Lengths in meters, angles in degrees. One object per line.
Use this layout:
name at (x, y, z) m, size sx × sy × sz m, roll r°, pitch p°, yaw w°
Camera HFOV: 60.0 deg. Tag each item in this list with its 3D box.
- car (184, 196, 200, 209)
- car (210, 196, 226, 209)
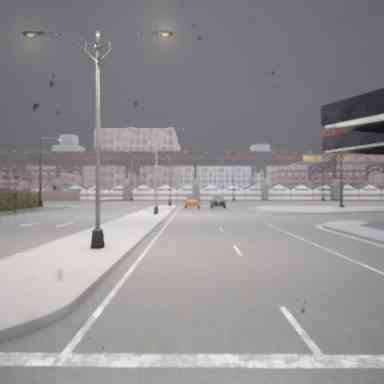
car at (0.044, 1.362, 46.327) m, size 2.097 × 1.767 × 4.553 m, roll 0°, pitch 0°, yaw 0°
car at (3.591, 1.362, 46.335) m, size 2.097 × 1.767 × 4.553 m, roll 0°, pitch 0°, yaw 1°
